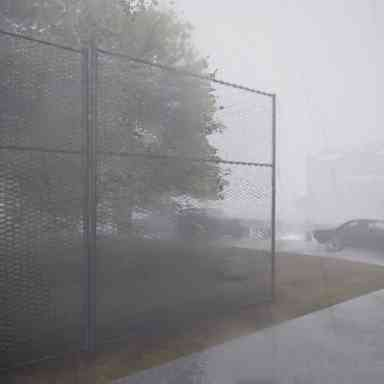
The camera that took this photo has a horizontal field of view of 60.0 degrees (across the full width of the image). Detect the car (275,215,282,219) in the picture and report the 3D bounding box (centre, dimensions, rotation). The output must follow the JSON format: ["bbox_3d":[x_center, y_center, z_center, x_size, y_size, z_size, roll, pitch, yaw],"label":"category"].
[{"bbox_3d":[12.157,4.682,48.502,2.231,1.521,4.892,1,0,36],"label":"car"}]

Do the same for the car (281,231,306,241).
[{"bbox_3d":[7.401,4.531,25.069,2.435,2.045,5.566,0,1,36],"label":"car"}]

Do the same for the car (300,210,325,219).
[{"bbox_3d":[30.210,5.603,83.512,5.566,2.045,2.435,1,0,35],"label":"car"}]

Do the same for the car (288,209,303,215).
[{"bbox_3d":[22.783,5.637,78.397,5.008,1.535,2.097,2,0,36],"label":"car"}]

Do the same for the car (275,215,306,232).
[{"bbox_3d":[13.820,4.556,46.064,2.185,1.767,4.553,1,0,36],"label":"car"}]

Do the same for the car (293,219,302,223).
[{"bbox_3d":[15.342,4.677,43.427,1.946,1.575,5.366,1,0,36],"label":"car"}]

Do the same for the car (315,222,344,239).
[{"bbox_3d":[17.088,4.682,41.127,2.231,1.521,4.892,1,0,36],"label":"car"}]

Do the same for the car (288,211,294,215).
[{"bbox_3d":[20.283,5.600,76.693,4.674,1.452,2.002,1,0,36],"label":"car"}]

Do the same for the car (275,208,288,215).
[{"bbox_3d":[17.827,5.228,74.983,5.566,2.045,2.435,2,-1,36],"label":"car"}]

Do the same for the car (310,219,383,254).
[{"bbox_3d":[7.226,1.732,12.800,1.895,1.301,4.718,0,-2,-33],"label":"car"}]

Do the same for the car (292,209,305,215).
[{"bbox_3d":[27.732,5.657,81.824,4.553,1.767,2.185,2,0,36],"label":"car"}]
